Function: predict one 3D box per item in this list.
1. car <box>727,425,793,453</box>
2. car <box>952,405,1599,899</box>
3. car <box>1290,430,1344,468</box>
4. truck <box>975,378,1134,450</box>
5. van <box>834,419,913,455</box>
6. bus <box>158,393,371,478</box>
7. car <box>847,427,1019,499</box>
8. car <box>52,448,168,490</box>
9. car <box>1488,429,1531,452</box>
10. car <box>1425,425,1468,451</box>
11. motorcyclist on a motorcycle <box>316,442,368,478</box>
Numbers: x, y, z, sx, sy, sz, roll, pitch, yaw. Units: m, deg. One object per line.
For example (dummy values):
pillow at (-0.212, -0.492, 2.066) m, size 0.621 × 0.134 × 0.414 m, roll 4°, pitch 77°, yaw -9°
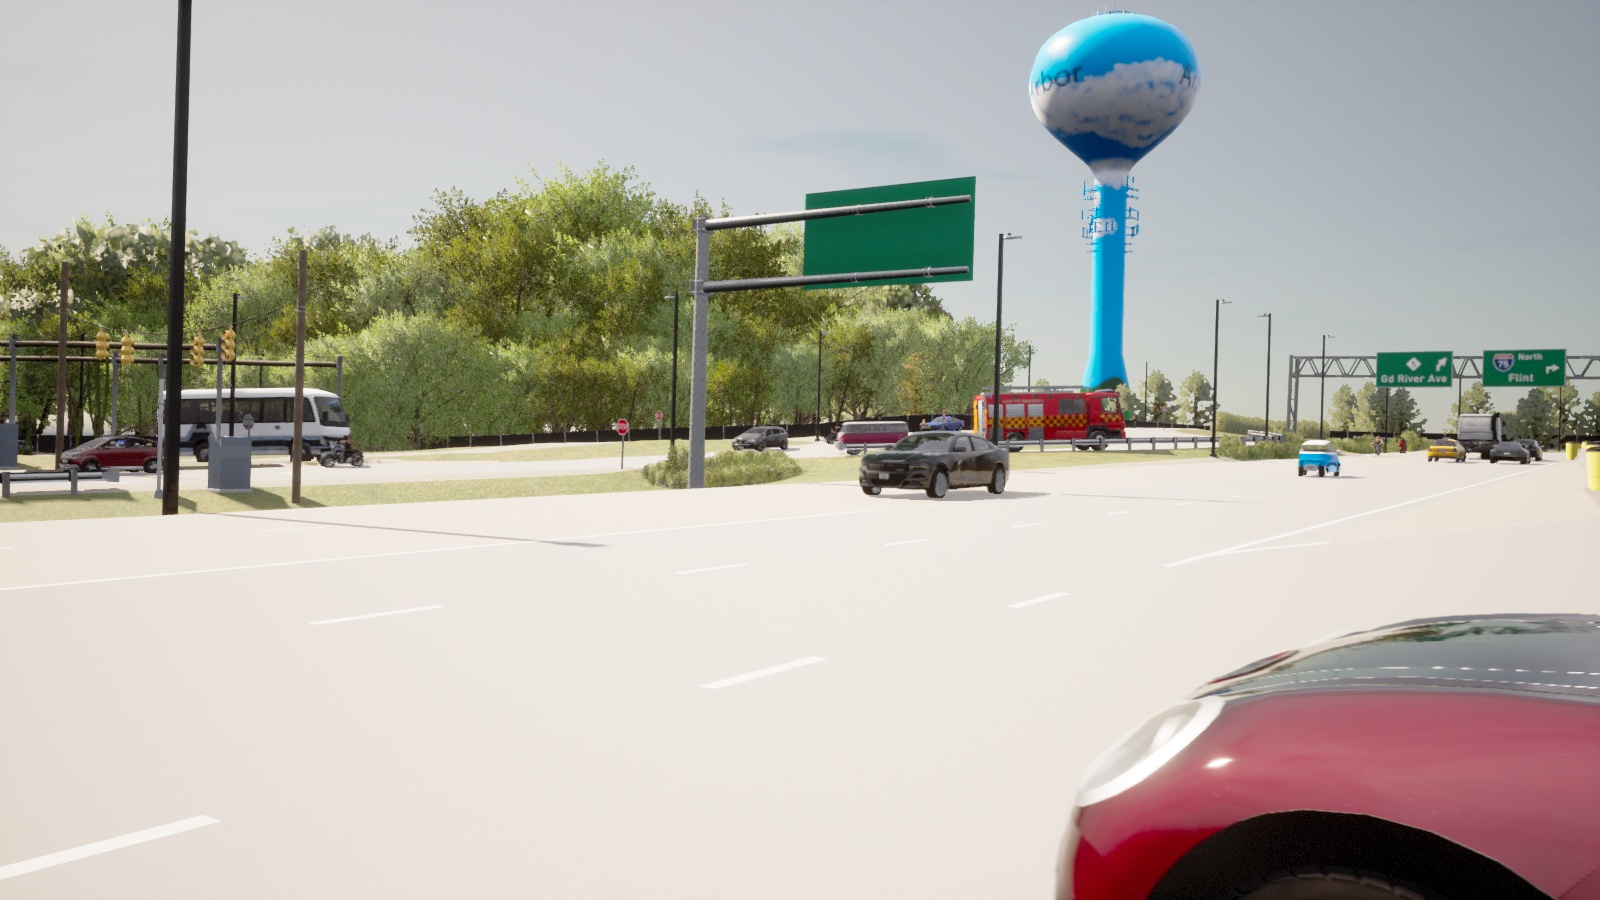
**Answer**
car at (-2.742, -0.789, 86.737) m, size 2.242 × 1.667 × 4.611 m, roll 1°, pitch 3°, yaw 35°
car at (2.429, 0.664, 2.229) m, size 3.806 × 1.475 × 1.970 m, roll 0°, pitch 1°, yaw 37°
car at (19.665, -0.044, 47.719) m, size 1.481 × 1.376 × 2.207 m, roll 1°, pitch 2°, yaw 34°
truck at (14.794, -2.102, 73.302) m, size 8.468 × 3.827 × 2.891 m, roll -2°, pitch 1°, yaw -8°
van at (4.409, -0.785, 75.338) m, size 4.442 × 1.987 × 1.775 m, roll -2°, pitch 0°, yaw -6°
bus at (-29.704, -0.757, 69.858) m, size 10.273 × 4.253 × 3.944 m, roll -2°, pitch 0°, yaw 9°
car at (3.217, 0.229, 29.419) m, size 1.882 × 1.535 × 5.008 m, roll 1°, pitch 1°, yaw 34°
car at (-28.174, 0.740, 51.369) m, size 1.789 × 1.549 × 3.705 m, roll 0°, pitch 1°, yaw 33°
car at (44.025, -0.632, 77.846) m, size 1.994 × 1.385 × 4.181 m, roll 1°, pitch 1°, yaw 34°
car at (41.095, -0.784, 79.759) m, size 1.801 × 1.575 × 5.366 m, roll 1°, pitch 1°, yaw 34°
motorcyclist on a motorcycle at (-22.104, 0.459, 60.669) m, size 0.766 × 1.649 × 2.350 m, roll 1°, pitch 2°, yaw 34°
